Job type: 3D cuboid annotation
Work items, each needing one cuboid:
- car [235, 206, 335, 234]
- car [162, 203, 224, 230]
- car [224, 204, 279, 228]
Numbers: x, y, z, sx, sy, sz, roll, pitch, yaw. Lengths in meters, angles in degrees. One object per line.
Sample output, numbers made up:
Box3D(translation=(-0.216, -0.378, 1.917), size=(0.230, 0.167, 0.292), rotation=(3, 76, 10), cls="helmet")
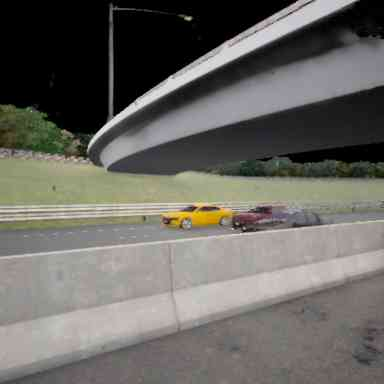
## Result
Box3D(translation=(4.852, 1.591, 16.074), size=(5.357, 1.411, 2.033), rotation=(0, 0, -36), cls="car")
Box3D(translation=(0.446, 1.520, 21.529), size=(5.008, 1.535, 1.882), rotation=(0, 0, -36), cls="car")
Box3D(translation=(4.583, 1.534, 20.190), size=(5.008, 1.535, 1.882), rotation=(0, 0, -36), cls="car")
